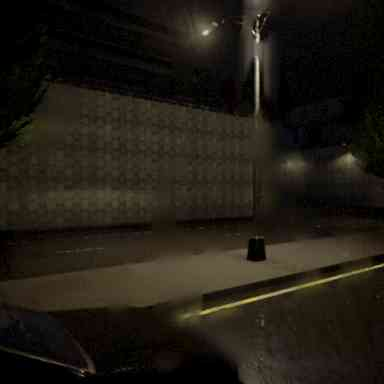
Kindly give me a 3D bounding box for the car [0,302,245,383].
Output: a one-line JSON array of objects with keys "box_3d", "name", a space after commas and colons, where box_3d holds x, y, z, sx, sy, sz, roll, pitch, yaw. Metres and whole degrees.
[{"box_3d": [-2.097, 1.547, 2.251, 5.357, 1.411, 2.033, 0, 0, -35], "name": "car"}]
